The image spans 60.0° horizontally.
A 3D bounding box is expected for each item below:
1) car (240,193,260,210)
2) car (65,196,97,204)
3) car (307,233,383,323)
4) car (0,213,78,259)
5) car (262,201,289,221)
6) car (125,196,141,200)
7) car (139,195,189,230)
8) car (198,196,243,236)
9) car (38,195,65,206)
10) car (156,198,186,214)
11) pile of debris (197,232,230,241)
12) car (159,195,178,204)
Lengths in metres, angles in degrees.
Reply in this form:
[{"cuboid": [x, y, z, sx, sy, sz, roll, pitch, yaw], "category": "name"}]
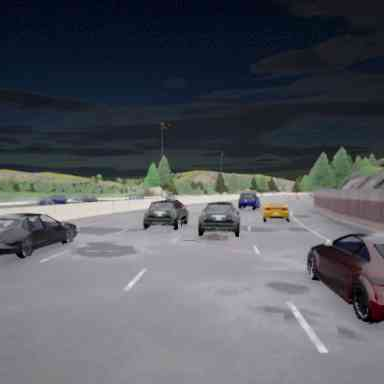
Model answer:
[{"cuboid": [7.220, 1.133, 41.923, 2.150, 2.045, 5.566, 0, 0, 18], "category": "car"}, {"cuboid": [-16.150, 1.309, 49.858, 2.128, 1.511, 4.902, 0, 0, 19], "category": "car"}, {"cuboid": [3.932, 1.557, 7.103, 1.994, 1.385, 4.181, 0, 0, 3], "category": "car"}, {"cuboid": [-6.210, 1.495, 12.437, 2.033, 1.411, 5.357, 0, 0, 6], "category": "car"}, {"cuboid": [6.654, 1.428, 26.609, 1.882, 1.535, 5.008, 0, 0, 12], "category": "car"}, {"cuboid": [-9.833, 1.343, 57.462, 1.812, 1.442, 4.674, 0, 0, 19], "category": "car"}, {"cuboid": [-1.517, 1.292, 20.992, 2.097, 1.767, 4.553, 0, 0, 9], "category": "car"}, {"cuboid": [1.598, 1.307, 18.273, 2.097, 1.767, 4.553, 0, 0, 8], "category": "car"}, {"cuboid": [-20.213, 1.160, 48.510, 2.097, 1.767, 4.553, 0, 0, 18], "category": "car"}, {"cuboid": [-2.122, 1.426, 34.986, 1.812, 1.442, 4.674, 0, 0, 14], "category": "car"}, {"cuboid": [1.076, 2.136, 15.994, 1.500, 0.140, 1.860, 0, 0, 7], "category": "pile of debris"}, {"cuboid": [-4.409, 1.345, 62.484, 1.837, 1.490, 4.892, 0, 0, 19], "category": "car"}]
